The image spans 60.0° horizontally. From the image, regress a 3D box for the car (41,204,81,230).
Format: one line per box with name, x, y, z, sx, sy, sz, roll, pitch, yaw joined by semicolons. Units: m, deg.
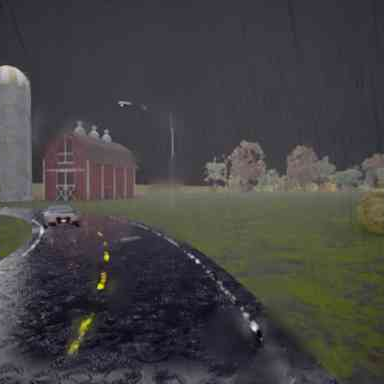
car;-8.145;1.442;20.526;1.994;1.385;4.181;-1;0;-27
